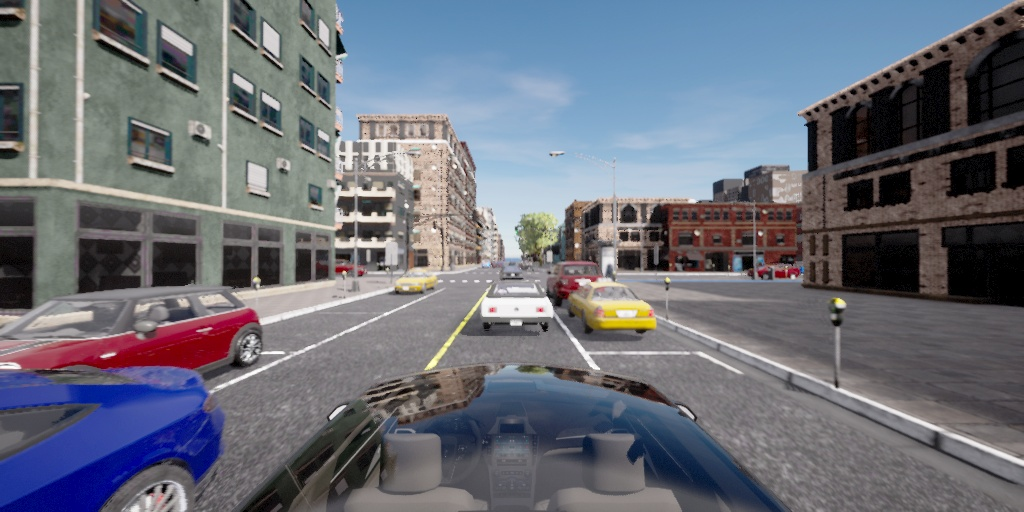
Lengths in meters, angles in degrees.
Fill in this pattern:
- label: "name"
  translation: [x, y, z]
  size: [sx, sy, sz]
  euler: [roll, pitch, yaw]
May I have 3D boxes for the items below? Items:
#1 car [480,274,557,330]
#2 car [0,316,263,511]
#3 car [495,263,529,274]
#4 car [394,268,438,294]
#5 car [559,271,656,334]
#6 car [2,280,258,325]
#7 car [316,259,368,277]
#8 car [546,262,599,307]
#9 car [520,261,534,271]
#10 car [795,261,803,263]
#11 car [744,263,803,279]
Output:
- label: "car"
  translation: [0.114, 1.420, 11.343]
  size: [1.895, 1.301, 4.718]
  euler: [0, 0, 0]
- label: "car"
  translation: [-3.103, 1.269, 0.883]
  size: [1.812, 1.442, 4.674]
  euler: [0, 0, 0]
- label: "car"
  translation: [-0.118, 1.498, 29.614]
  size: [2.033, 1.411, 5.357]
  euler: [0, 0, -4]
- label: "car"
  translation: [-5.661, 1.418, 21.510]
  size: [1.751, 1.417, 4.829]
  euler: [0, 0, 0]
- label: "car"
  translation: [2.704, 1.339, 10.757]
  size: [1.751, 1.417, 4.829]
  euler: [0, 0, 0]
- label: "car"
  translation: [-5.686, 1.213, 5.061]
  size: [1.967, 1.591, 4.097]
  euler: [0, 0, 0]
- label: "car"
  translation: [-17.223, 1.259, 35.929]
  size: [5.009, 1.841, 2.192]
  euler: [0, 0, 0]
- label: "car"
  translation: [2.712, 1.168, 16.127]
  size: [2.192, 1.841, 5.009]
  euler: [0, 0, 0]
- label: "car"
  translation: [2.782, 1.746, 59.615]
  size: [2.007, 1.370, 4.403]
  euler: [0, 0, 0]
- label: "car"
  translation: [30.838, 1.664, 41.981]
  size: [5.008, 1.535, 1.882]
  euler: [0, 0, 0]
- label: "car"
  translation: [26.201, 1.668, 36.114]
  size: [4.507, 1.381, 1.888]
  euler: [0, 0, 0]
